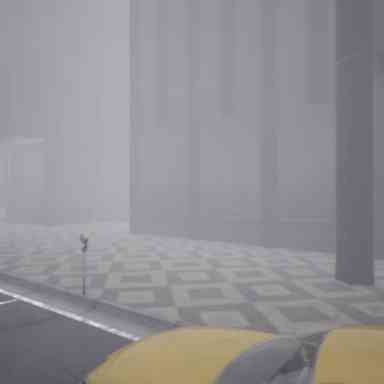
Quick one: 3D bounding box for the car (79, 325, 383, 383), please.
[{"bbox_3d":[1.204,1.526,2.105,4.829,1.417,1.752,0,0,36],"label":"car"}]
